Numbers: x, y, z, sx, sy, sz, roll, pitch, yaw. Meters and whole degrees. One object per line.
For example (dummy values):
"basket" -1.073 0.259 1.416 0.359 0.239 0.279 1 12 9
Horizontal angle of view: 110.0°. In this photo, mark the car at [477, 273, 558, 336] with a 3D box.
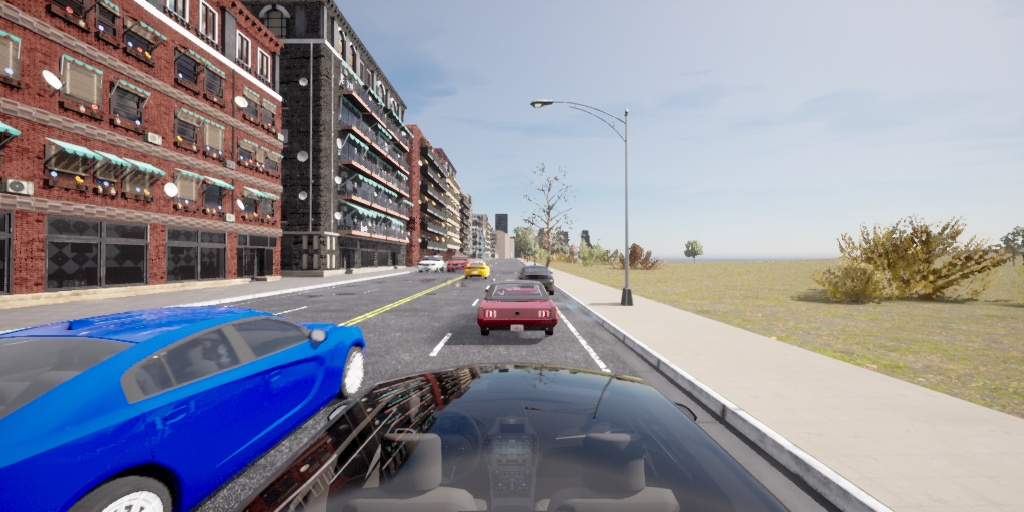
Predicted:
"car" 0.136 1.353 10.396 1.895 1.301 4.718 0 0 0

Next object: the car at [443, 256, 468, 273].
"car" -6.425 0.975 43.282 2.150 2.045 5.566 0 0 0

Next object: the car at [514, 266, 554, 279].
"car" 1.213 1.258 19.597 1.837 1.490 4.892 0 0 0

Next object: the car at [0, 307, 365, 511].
"car" -3.143 1.228 3.441 1.882 1.535 5.008 0 0 0

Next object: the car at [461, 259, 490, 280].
"car" -3.023 1.232 31.930 1.882 1.535 5.008 0 -1 0

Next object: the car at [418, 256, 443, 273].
"car" -9.676 0.975 43.240 2.150 2.045 5.566 0 0 0
